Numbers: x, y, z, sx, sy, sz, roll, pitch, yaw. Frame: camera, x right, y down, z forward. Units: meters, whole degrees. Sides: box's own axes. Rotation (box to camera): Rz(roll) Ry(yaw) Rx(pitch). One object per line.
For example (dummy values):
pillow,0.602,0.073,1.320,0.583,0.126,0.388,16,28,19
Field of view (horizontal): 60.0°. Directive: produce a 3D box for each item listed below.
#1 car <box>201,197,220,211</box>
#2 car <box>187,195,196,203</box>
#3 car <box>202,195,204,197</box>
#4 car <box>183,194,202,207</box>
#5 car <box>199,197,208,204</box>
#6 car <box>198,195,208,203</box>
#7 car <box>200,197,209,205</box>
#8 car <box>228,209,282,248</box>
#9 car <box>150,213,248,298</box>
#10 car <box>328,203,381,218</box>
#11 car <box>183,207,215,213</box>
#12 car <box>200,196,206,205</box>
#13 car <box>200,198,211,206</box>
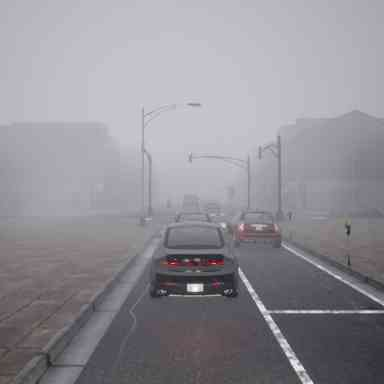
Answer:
car,2.569,1.673,41.698,1.947,1.339,4.313,1,0,0
car,-0.170,1.676,82.654,2.150,2.045,5.566,0,-1,0
car,2.547,1.703,52.742,1.752,1.417,4.829,1,0,0
car,-0.082,1.361,47.335,2.150,2.045,5.566,0,0,2
car,2.501,1.892,74.492,1.752,1.417,4.829,1,-1,0
car,2.494,1.735,79.763,2.192,1.841,5.009,1,-1,0
car,2.512,1.840,69.054,1.752,1.417,4.829,1,-1,0
car,2.630,1.457,14.952,1.967,1.590,4.097,2,0,0
car,0.022,1.512,8.531,1.837,1.490,4.892,0,0,-1
car,14.502,1.631,29.804,4.181,1.385,1.994,0,-2,0
car,0.060,1.619,16.032,1.895,1.301,4.718,0,0,0
car,2.557,1.705,47.135,1.947,1.339,4.313,1,0,0
car,2.523,1.830,63.447,1.947,1.339,4.313,1,-1,0
